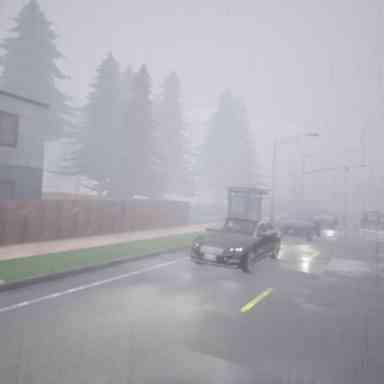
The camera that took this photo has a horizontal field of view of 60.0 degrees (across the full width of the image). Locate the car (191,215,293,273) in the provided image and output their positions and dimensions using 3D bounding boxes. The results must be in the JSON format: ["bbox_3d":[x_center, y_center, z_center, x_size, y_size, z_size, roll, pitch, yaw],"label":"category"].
[{"bbox_3d":[1.721,1.660,11.557,2.128,1.511,4.902,3,0,29],"label":"car"}]

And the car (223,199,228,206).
[{"bbox_3d":[7.554,2.034,70.814,1.905,1.878,3.866,3,0,28],"label":"car"}]

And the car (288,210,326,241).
[{"bbox_3d":[6.671,1.981,20.376,1.882,1.535,5.008,3,0,29],"label":"car"}]

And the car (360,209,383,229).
[{"bbox_3d":[17.805,2.559,32.679,2.097,1.767,4.553,3,0,29],"label":"car"}]

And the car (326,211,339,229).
[{"bbox_3d":[11.692,2.368,29.283,1.812,1.442,4.674,3,0,29],"label":"car"}]
